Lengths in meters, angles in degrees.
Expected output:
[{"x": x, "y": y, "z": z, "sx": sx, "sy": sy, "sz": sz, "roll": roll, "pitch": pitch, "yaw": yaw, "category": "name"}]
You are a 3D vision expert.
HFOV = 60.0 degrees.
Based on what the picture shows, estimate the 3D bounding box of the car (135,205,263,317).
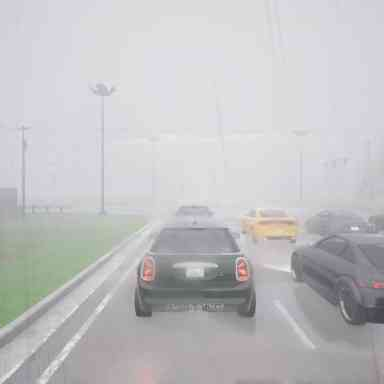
[{"x": 0.064, "y": 1.352, "z": 7.606, "sx": 2.097, "sy": 1.767, "sz": 4.553, "roll": 0, "pitch": 0, "yaw": 0, "category": "car"}]

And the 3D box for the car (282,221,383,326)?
[{"x": 3.565, "y": 1.564, "z": 7.075, "sx": 1.994, "sy": 1.385, "sz": 4.181, "roll": 0, "pitch": 0, "yaw": 0, "category": "car"}]

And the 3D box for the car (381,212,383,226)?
[{"x": 10.586, "y": 1.491, "z": 16.411, "sx": 2.128, "sy": 1.511, "sz": 4.902, "roll": 0, "pitch": 0, "yaw": 0, "category": "car"}]

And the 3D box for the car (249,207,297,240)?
[{"x": 3.586, "y": 1.477, "z": 16.036, "sx": 1.882, "sy": 1.535, "sz": 5.008, "roll": 0, "pitch": 0, "yaw": 0, "category": "car"}]

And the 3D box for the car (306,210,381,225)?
[{"x": 7.085, "y": 1.564, "z": 16.460, "sx": 1.994, "sy": 1.385, "sz": 4.181, "roll": 0, "pitch": 0, "yaw": 0, "category": "car"}]
